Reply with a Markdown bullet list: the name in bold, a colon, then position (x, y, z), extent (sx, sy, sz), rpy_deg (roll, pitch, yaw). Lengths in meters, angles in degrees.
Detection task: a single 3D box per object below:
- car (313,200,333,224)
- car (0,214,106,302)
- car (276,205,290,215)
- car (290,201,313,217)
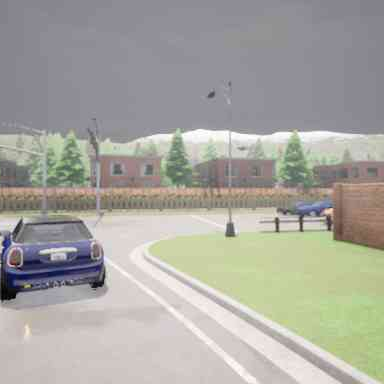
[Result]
- **car**: position (11.095, 1.386, 22.739), extent (4.553, 1.767, 2.097), rpy_deg (0, 0, -13)
- **car**: position (-3.815, 1.377, 8.786), extent (2.097, 1.767, 4.553), rpy_deg (0, 0, -29)
- **car**: position (11.268, 1.605, 33.557), extent (5.357, 1.411, 2.033), rpy_deg (0, 0, -13)
- **car**: position (11.824, 1.527, 30.094), extent (5.008, 1.535, 1.882), rpy_deg (0, 0, -13)
